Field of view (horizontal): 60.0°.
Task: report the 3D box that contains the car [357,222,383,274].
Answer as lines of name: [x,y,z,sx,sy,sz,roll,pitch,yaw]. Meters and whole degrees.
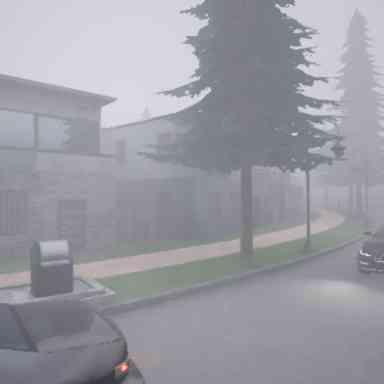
car: [6.494,1.544,9.868,1.837,1.490,4.892,-1,0,43]

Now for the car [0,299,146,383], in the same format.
car: [-2.992,1.572,2.118,5.357,1.411,2.033,0,0,-36]
